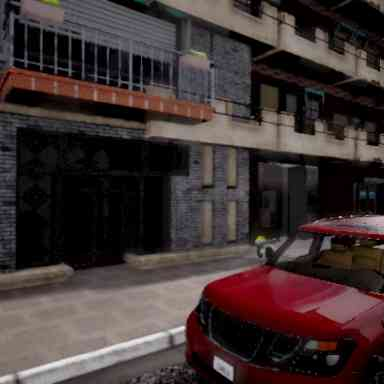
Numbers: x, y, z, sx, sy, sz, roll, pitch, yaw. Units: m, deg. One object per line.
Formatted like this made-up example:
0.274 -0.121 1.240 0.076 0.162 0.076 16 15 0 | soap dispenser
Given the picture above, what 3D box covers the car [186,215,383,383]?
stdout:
2.345 1.312 4.533 5.009 1.841 2.192 0 0 -35 | car
